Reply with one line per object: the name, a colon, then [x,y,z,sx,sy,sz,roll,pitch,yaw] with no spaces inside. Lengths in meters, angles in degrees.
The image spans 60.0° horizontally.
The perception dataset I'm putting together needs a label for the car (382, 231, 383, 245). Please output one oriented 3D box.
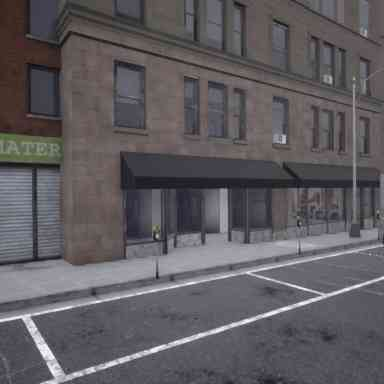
car: [9.281,1.539,13.197,4.507,1.381,1.887,0,-1,-36]
